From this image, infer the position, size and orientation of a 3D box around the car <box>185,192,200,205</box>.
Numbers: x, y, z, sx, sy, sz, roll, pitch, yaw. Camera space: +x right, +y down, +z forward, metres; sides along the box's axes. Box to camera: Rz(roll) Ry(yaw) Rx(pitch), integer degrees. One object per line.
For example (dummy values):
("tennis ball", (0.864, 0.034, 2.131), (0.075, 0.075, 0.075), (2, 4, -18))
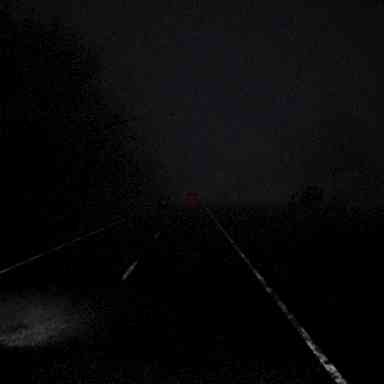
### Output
("car", (0.108, 0.983, 52.263), (2.150, 2.045, 5.566), (0, 0, 0))

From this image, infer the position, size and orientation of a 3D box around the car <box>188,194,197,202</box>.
("car", (0.012, 1.213, 69.904), (1.812, 1.442, 4.674), (0, 0, 0))

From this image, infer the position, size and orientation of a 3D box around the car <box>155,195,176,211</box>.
("car", (-3.054, 1.176, 38.730), (2.097, 1.767, 4.553), (0, 0, 2))
